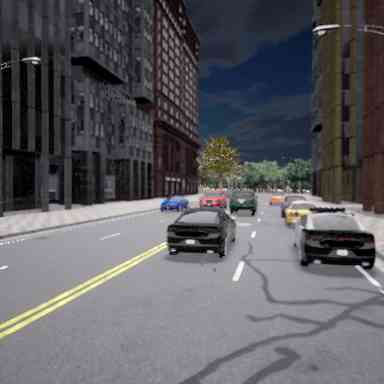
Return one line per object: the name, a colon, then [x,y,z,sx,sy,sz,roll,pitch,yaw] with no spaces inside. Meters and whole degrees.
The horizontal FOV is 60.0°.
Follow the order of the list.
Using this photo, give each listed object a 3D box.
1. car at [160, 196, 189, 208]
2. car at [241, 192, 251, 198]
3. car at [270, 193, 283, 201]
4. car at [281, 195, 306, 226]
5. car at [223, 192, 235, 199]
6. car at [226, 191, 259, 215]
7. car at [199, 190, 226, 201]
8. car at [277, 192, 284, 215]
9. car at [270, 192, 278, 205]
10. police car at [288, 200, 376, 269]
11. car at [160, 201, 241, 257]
car: [-1.595,1.117,32.286,1.882,1.535,5.008,0,1,14]
car: [12.191,0.647,75.267,1.994,1.385,4.181,0,1,14]
car: [15.202,0.863,59.994,2.033,1.411,5.357,0,1,14]
car: [6.757,1.218,20.719,1.801,1.575,5.366,0,1,14]
car: [8.170,0.720,72.448,2.033,1.411,5.357,0,1,14]
car: [4.661,0.886,29.646,2.150,2.045,5.566,0,1,14]
car: [2.234,0.836,34.303,2.150,2.045,5.566,0,1,14]
car: [8.108,1.051,26.337,2.097,1.767,4.553,0,1,14]
car: [11.607,0.839,45.016,2.097,1.767,4.553,0,1,14]
police car: [4.399,1.299,10.919,1.930,1.638,5.238,0,1,14]
car: [0.535,1.337,12.492,1.882,1.535,5.008,0,1,14]
